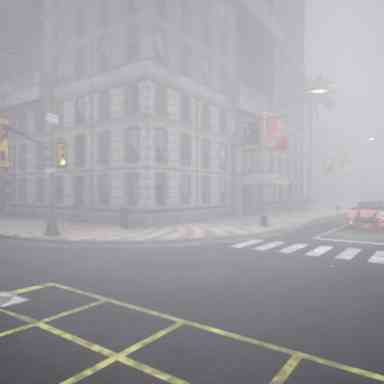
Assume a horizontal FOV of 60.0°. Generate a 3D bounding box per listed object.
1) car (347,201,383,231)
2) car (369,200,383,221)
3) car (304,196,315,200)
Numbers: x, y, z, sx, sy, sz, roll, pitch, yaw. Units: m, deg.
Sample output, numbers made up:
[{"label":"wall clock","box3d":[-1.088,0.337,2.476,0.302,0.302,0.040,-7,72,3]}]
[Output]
[{"label":"car","box3d":[11.181,1.352,20.752,2.097,1.767,4.553,0,0,35]},{"label":"car","box3d":[16.330,1.506,28.027,1.837,1.490,4.892,0,0,35]},{"label":"car","box3d":[26.171,1.547,76.904,4.181,1.385,1.994,0,0,33]}]
